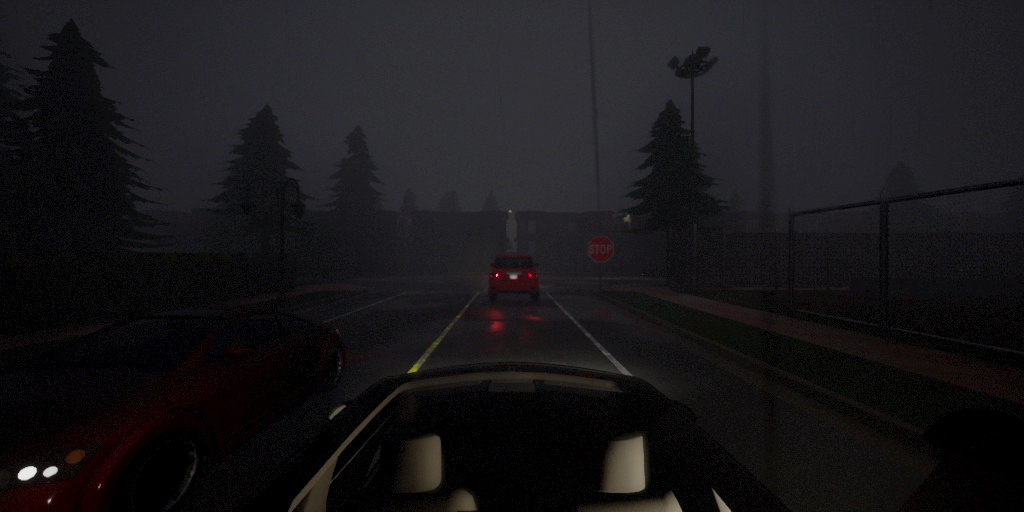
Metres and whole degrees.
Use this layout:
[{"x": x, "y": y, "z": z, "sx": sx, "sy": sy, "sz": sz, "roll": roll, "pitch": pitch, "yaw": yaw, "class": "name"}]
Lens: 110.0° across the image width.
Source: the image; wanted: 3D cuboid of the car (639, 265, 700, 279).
[{"x": 13.546, "y": 1.289, "z": 31.082, "sx": 4.718, "sy": 1.301, "sz": 1.895, "roll": 0, "pitch": 0, "yaw": -2, "class": "car"}]

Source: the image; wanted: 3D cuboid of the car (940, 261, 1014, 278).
[{"x": 40.485, "y": 1.212, "z": 31.316, "sx": 4.902, "sy": 1.511, "sz": 2.128, "roll": 0, "pitch": 0, "yaw": 0, "class": "car"}]

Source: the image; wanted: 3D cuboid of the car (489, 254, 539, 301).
[{"x": 0.122, "y": 0.944, "z": 17.345, "sx": 2.150, "sy": 2.045, "sz": 5.566, "roll": 0, "pitch": 0, "yaw": 1, "class": "car"}]

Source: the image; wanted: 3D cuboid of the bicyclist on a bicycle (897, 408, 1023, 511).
[{"x": 1.421, "y": 1.258, "z": 0.986, "sx": 1.656, "sy": 1.620, "sz": 0.582, "roll": 3, "pitch": 1, "yaw": -1, "class": "bicyclist on a bicycle"}]

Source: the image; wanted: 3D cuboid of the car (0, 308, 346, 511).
[{"x": -3.584, "y": 1.310, "z": 3.932, "sx": 1.994, "sy": 1.385, "sz": 4.181, "roll": 0, "pitch": 0, "yaw": 0, "class": "car"}]
